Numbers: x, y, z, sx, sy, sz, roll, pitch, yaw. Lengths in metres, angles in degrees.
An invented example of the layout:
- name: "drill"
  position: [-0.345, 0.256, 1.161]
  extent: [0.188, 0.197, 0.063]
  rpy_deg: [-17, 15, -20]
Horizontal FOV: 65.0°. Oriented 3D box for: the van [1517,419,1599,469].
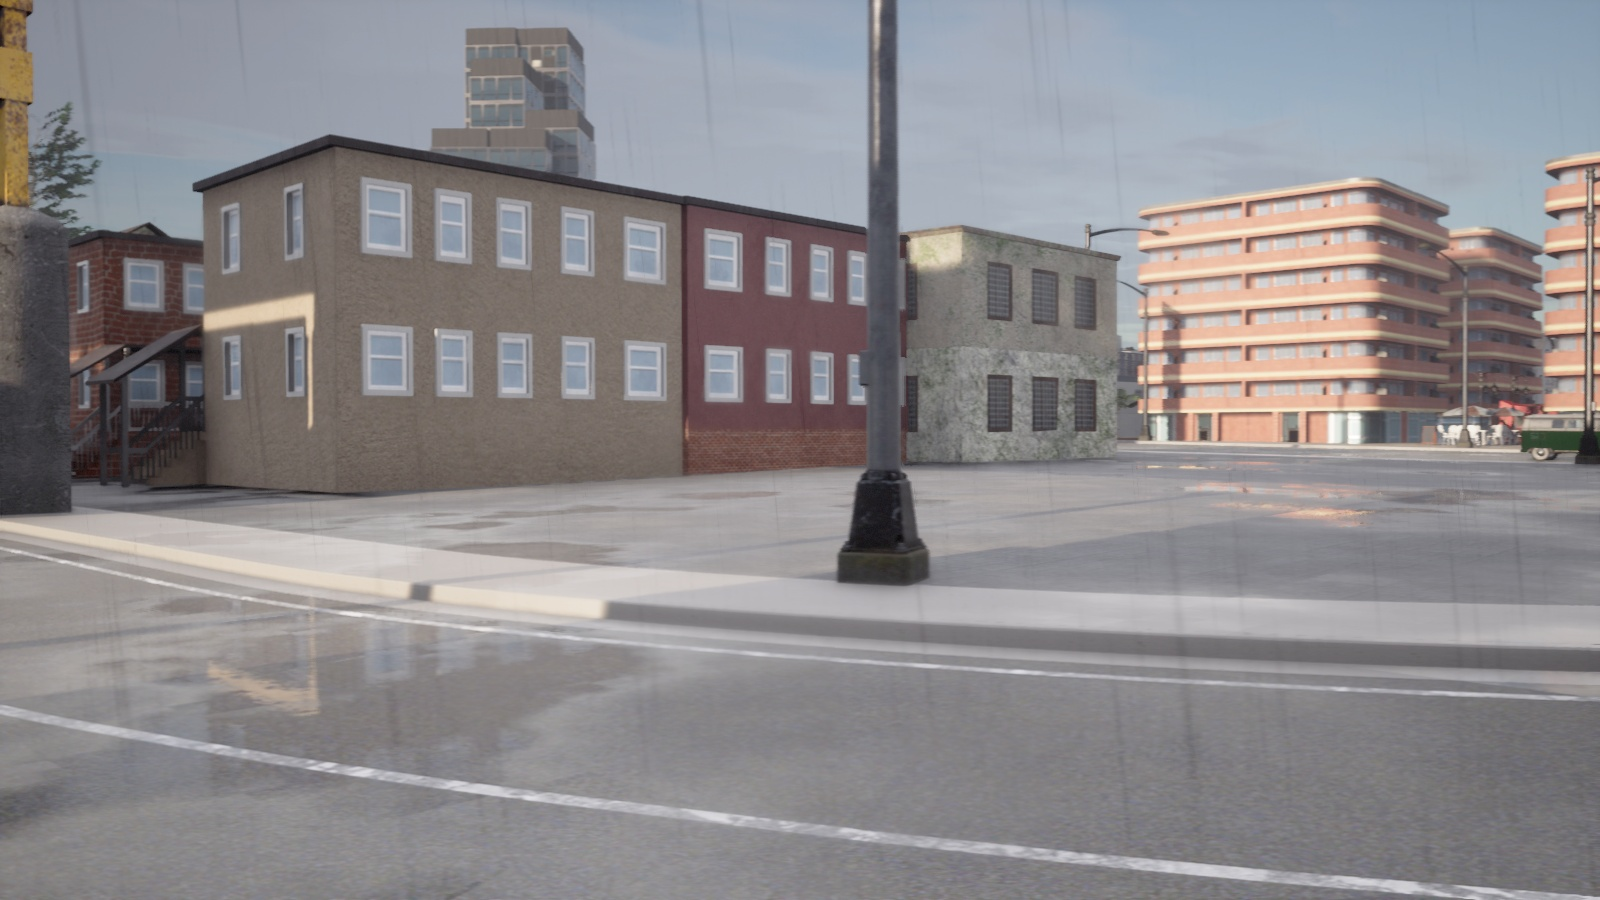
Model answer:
- name: "van"
  position: [32.762, -0.266, 52.544]
  extent: [4.442, 1.987, 1.775]
  rpy_deg: [2, 2, 44]
